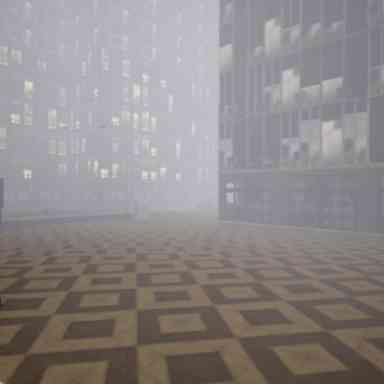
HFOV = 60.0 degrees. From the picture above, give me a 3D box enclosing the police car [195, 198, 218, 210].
[{"bbox_3d":[2.450,1.528,43.357,2.038,1.542,4.974,1,1,44],"label":"police car"}]
